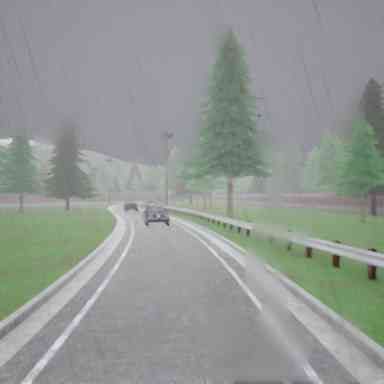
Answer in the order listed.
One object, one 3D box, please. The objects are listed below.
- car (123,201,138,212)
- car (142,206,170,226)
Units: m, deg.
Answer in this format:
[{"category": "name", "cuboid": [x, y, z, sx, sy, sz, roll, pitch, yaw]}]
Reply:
[{"category": "car", "cuboid": [-9.138, 2.071, 49.278, 1.837, 1.490, 4.892, 0, -1, -16]}, {"category": "car", "cuboid": [-2.955, 1.846, 26.574, 2.033, 1.411, 5.357, 0, -1, -12]}]
